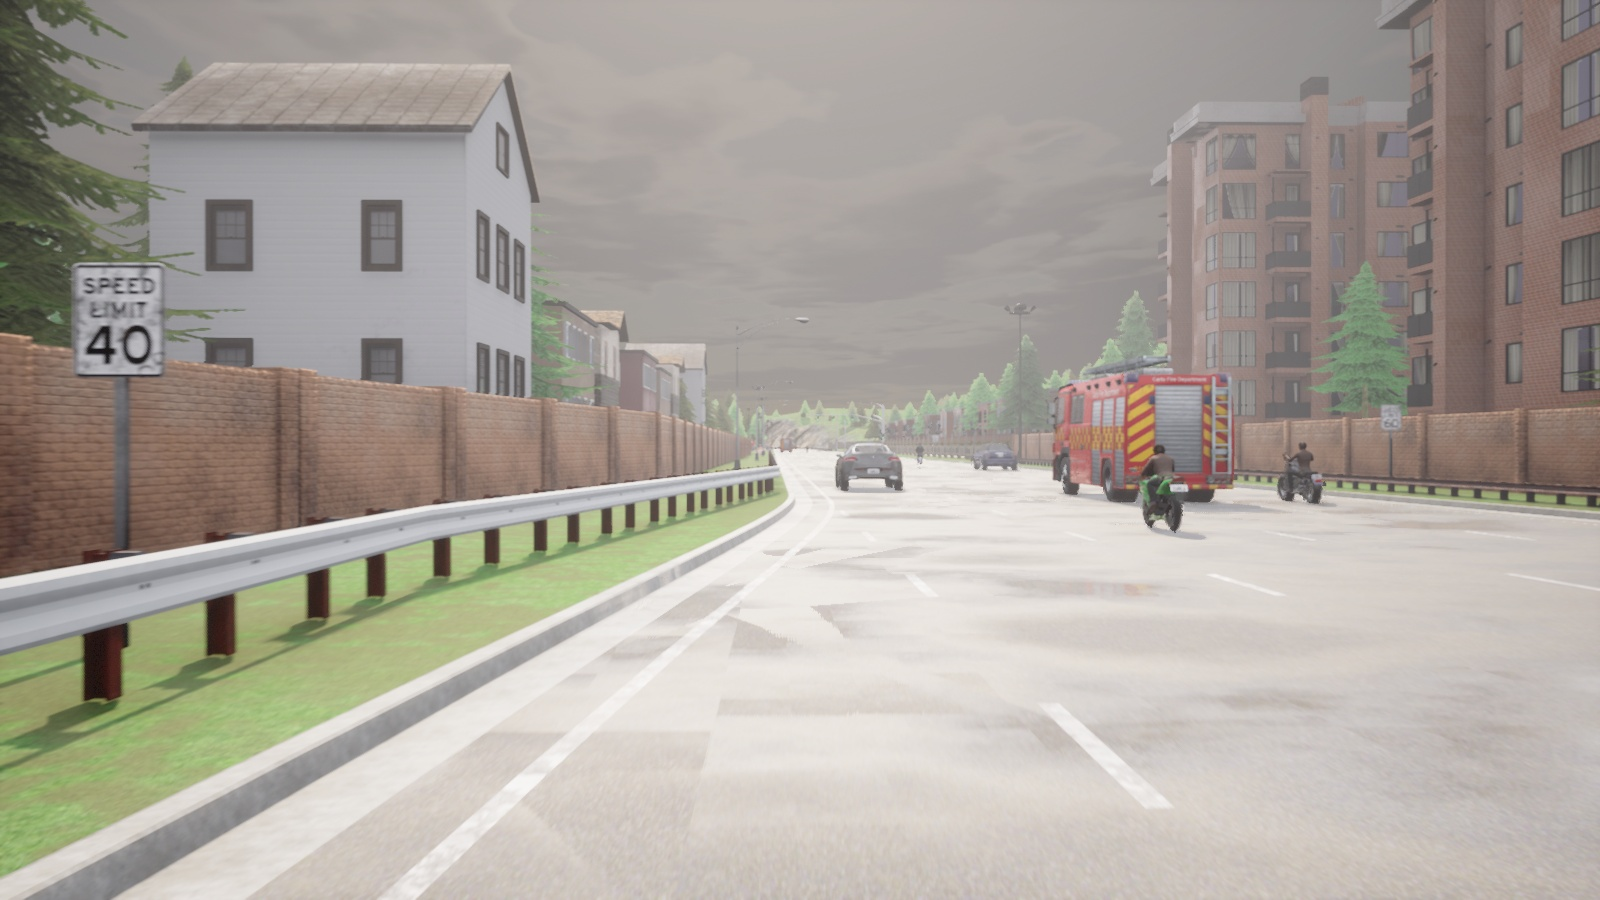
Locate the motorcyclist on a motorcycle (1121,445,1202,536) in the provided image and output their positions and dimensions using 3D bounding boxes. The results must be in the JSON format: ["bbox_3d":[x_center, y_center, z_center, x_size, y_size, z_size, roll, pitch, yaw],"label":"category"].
[{"bbox_3d":[6.346,0.677,22.151,0.797,1.523,2.044,0,0,-1],"label":"motorcyclist on a motorcycle"}]

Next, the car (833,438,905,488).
[{"bbox_3d":[2.349,0.410,44.056,2.152,1.651,5.027,0,0,-1],"label":"car"}]

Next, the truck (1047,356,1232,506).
[{"bbox_3d":[9.527,-0.505,36.347,2.891,3.827,8.468,0,0,-1],"label":"truck"}]

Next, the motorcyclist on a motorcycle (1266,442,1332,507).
[{"bbox_3d":[13.101,0.623,33.044,0.766,1.649,2.350,0,0,-1],"label":"motorcyclist on a motorcycle"}]

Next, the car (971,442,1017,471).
[{"bbox_3d":[12.075,0.409,78.372,2.097,1.767,4.553,0,0,-1],"label":"car"}]
